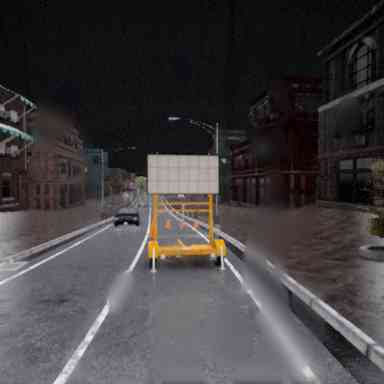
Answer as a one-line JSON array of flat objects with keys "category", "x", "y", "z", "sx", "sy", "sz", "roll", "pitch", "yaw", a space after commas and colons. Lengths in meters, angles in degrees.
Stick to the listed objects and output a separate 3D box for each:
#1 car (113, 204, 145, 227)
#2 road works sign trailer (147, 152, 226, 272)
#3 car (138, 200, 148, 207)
[{"category": "car", "x": -4.955, "y": 1.896, "z": 25.944, "sx": 2.033, "sy": 1.411, "sz": 5.357, "roll": 0, "pitch": -2, "yaw": -7}, {"category": "road works sign trailer", "x": -0.301, "y": 0.494, "z": 10.955, "sx": 2.380, "sy": 3.560, "sz": 2.880, "roll": 0, "pitch": -1, "yaw": -9}, {"category": "car", "x": -9.869, "y": 2.297, "z": 66.842, "sx": 2.128, "sy": 1.511, "sz": 4.902, "roll": 0, "pitch": 1, "yaw": -7}]
